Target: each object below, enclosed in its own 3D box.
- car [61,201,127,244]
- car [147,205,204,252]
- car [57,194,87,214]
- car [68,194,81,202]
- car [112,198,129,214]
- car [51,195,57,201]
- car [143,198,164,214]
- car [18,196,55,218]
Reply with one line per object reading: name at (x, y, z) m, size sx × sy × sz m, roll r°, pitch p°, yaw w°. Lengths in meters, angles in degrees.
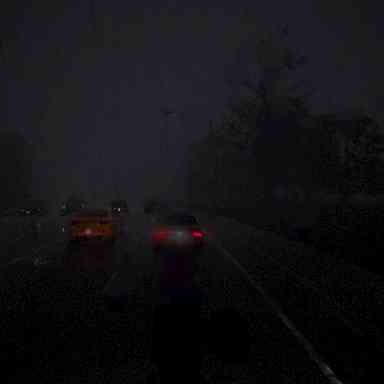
car at (-4.390, 1.431, 15.748) m, size 1.882 × 1.535 × 5.008 m, roll 0°, pitch 0°, yaw -6°
car at (-0.639, 1.505, 13.786) m, size 2.033 × 1.411 × 5.357 m, roll 0°, pitch 0°, yaw -5°
car at (-10.336, 1.261, 29.701) m, size 2.097 × 1.767 × 4.553 m, roll 0°, pitch 0°, yaw -12°
car at (-24.186, 1.233, 68.446) m, size 1.837 × 1.490 × 4.892 m, roll 0°, pitch 0°, yaw -28°
car at (-7.463, 1.401, 33.817) m, size 1.837 × 1.490 × 4.892 m, roll 0°, pitch 0°, yaw -13°
car at (-28.254, 1.312, 68.581) m, size 1.895 × 1.301 × 4.718 m, roll 0°, pitch 0°, yaw -28°
car at (-3.928, 1.388, 34.025) m, size 2.128 × 1.511 × 4.902 m, roll 0°, pitch 0°, yaw -13°
car at (-13.829, 1.414, 29.393) m, size 1.837 × 1.490 × 4.892 m, roll 0°, pitch 0°, yaw -13°
